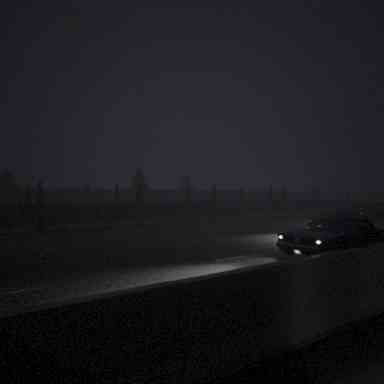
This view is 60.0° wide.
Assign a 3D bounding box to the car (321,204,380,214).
[{"bbox_3d":[8.261,1.592,18.485,4.181,1.385,1.994,0,0,-35],"label":"car"}]

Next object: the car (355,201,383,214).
[{"bbox_3d":[14.062,1.545,26.920,4.892,1.490,1.837,0,0,-35],"label":"car"}]

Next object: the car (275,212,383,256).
[{"bbox_3d":[5.188,1.618,11.995,4.718,1.301,1.895,0,0,-35],"label":"car"}]
